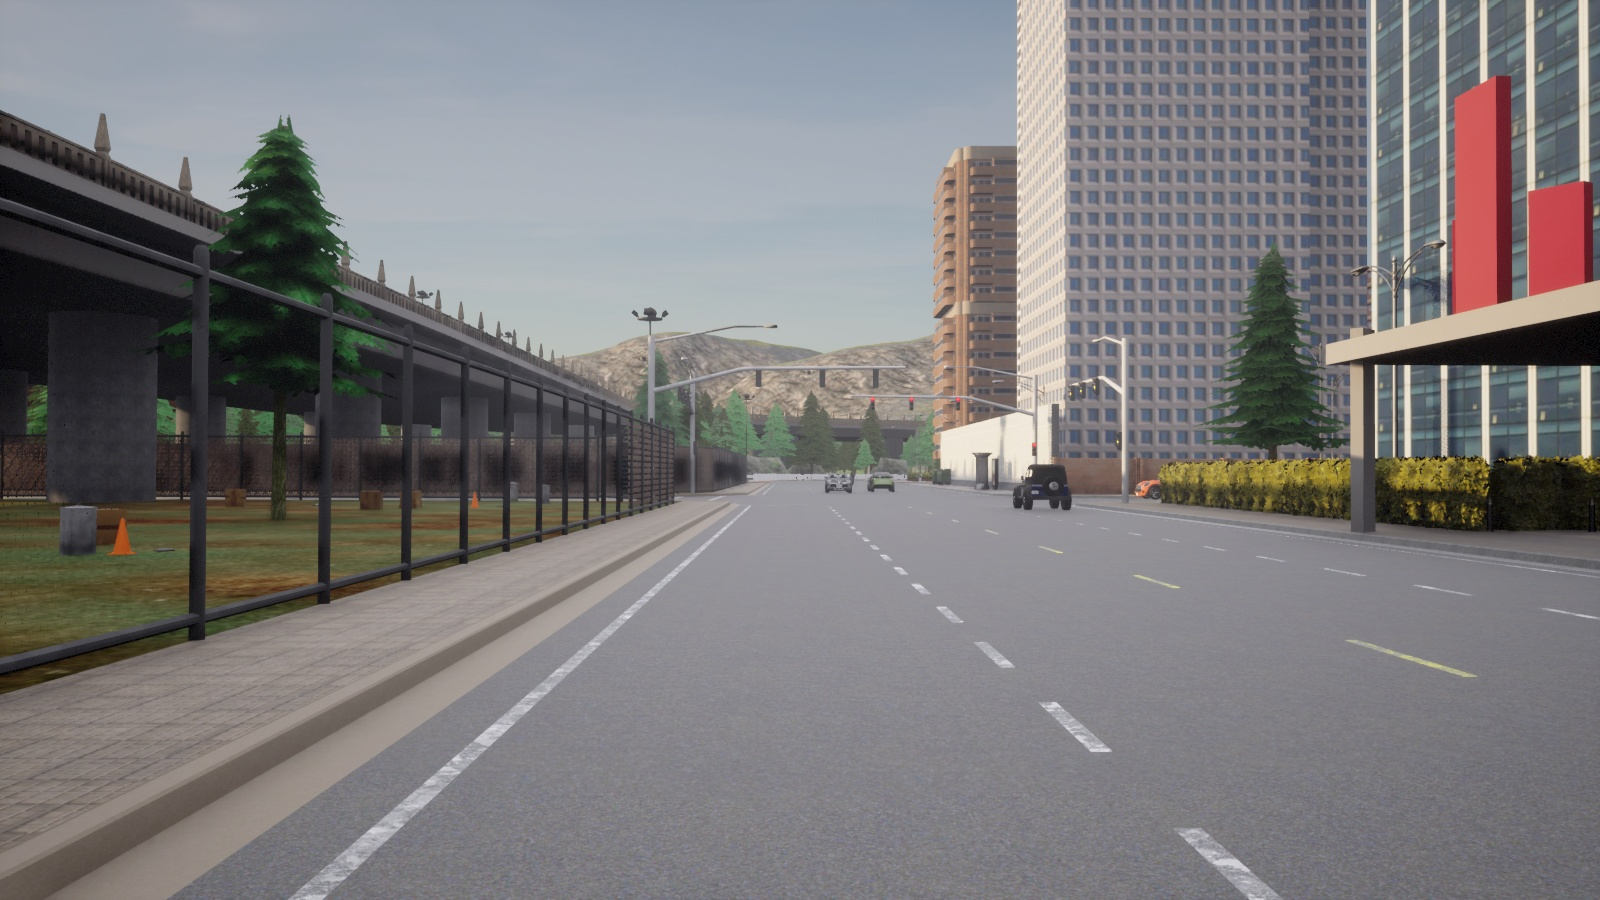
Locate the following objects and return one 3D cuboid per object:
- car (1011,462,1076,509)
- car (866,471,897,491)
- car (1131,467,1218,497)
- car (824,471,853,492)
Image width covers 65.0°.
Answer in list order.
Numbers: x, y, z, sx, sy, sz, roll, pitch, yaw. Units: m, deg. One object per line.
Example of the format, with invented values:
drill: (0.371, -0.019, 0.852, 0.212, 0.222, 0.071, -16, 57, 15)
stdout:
car: (10.080, 1.445, 52.216, 1.905, 1.878, 3.866, 0, -1, 0)
car: (6.225, 2.349, 96.278, 2.007, 1.525, 4.514, 0, -1, 0)
car: (22.442, 1.901, 75.347, 4.553, 1.767, 2.097, 0, -1, -1)
car: (2.771, 2.286, 90.594, 1.970, 1.475, 3.806, 0, -1, 0)
